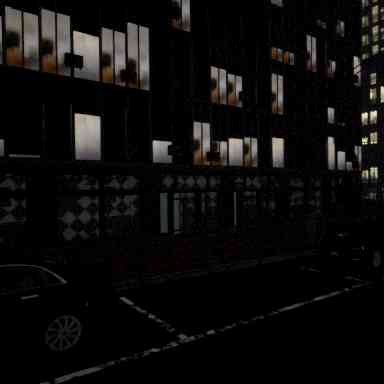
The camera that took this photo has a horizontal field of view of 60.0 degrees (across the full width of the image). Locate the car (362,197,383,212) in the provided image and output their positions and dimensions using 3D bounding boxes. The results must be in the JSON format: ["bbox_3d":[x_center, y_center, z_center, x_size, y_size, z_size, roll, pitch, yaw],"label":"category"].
[{"bbox_3d":[18.052,1.442,34.343,1.994,1.385,4.181,-1,1,-35],"label":"car"}]

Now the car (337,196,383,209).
[{"bbox_3d":[20.550,1.274,40.850,1.752,1.417,4.829,-1,1,-35],"label":"car"}]

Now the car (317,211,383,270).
[{"bbox_3d":[5.964,1.542,10.992,4.507,1.381,1.887,0,-1,-36],"label":"car"}]

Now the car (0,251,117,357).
[{"bbox_3d":[-3.210,1.551,4.413,4.403,1.369,2.008,0,-1,-36],"label":"car"}]
